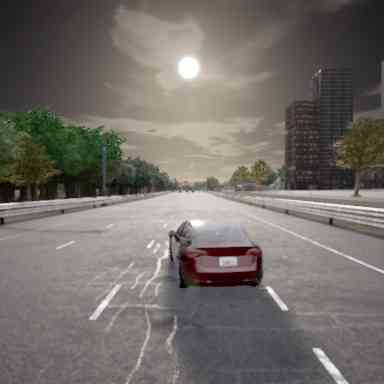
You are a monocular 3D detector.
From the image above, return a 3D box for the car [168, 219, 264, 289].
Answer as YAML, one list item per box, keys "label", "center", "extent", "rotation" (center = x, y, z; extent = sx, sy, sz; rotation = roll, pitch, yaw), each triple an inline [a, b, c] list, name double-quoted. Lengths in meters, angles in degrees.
- label: "car"
  center: [0.455, 1.461, 9.170]
  extent: [2.163, 1.488, 4.792]
  rotation: [0, 0, -7]
